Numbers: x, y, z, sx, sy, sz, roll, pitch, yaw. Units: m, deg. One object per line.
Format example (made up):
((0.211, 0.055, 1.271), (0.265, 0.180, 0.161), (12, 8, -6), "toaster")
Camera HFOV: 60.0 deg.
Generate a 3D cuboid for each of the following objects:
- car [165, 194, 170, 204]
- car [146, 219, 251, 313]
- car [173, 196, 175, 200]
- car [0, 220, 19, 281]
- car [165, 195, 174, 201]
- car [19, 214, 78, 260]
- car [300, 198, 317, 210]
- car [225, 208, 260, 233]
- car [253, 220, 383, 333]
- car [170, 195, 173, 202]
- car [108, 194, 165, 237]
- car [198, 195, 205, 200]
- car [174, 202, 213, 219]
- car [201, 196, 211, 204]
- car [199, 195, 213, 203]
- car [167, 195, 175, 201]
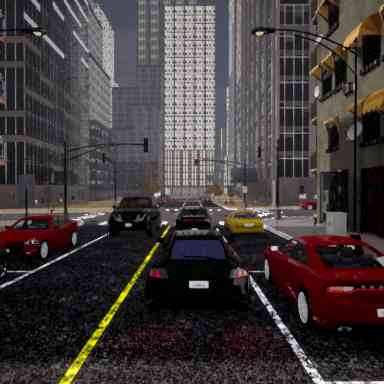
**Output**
((-5.631, 1.542, 61.433), (1.887, 1.381, 4.507), (-1, 0, 0), "car")
((0.112, 1.563, 7.734), (1.994, 1.385, 4.181), (0, 0, 0), "car")
((-5.621, 1.313, 72.553), (2.192, 1.841, 5.009), (-1, 0, 0), "car")
((-5.692, 1.439, 6.873), (1.967, 1.590, 4.097), (-1, 0, 0), "car")
((-5.608, 1.524, 83.501), (1.752, 1.417, 4.829), (-1, 0, 0), "car")
((-5.685, 1.543, 12.397), (1.887, 1.381, 4.507), (-1, 0, 0), "car")
((14.292, 1.256, 37.009), (4.507, 1.381, 1.887), (-1, 1, 0), "car")
((2.701, 1.523, 18.067), (1.752, 1.417, 4.829), (-1, 0, 0), "car")
((2.690, 1.544, 6.850), (1.887, 1.381, 4.507), (-1, 0, 0), "car")
((-5.627, 1.312, 66.993), (2.192, 1.841, 5.009), (-1, 0, 0), "car")
((-2.990, 1.224, 18.461), (2.150, 2.045, 5.566), (0, 0, 0), "car")
((2.787, 1.582, 94.781), (1.802, 1.307, 4.206), (-1, 0, 0), "car")
((0.096, 1.503, 17.719), (1.837, 1.490, 4.892), (0, 0, -1), "car")
((2.755, 1.523, 67.152), (1.752, 1.417, 4.829), (-1, 0, 0), "car")
((2.748, 1.437, 61.423), (1.967, 1.590, 4.097), (-1, 0, 0), "car")
((-5.600, 1.544, 89.230), (1.887, 1.381, 4.507), (-1, 0, 0), "car")
